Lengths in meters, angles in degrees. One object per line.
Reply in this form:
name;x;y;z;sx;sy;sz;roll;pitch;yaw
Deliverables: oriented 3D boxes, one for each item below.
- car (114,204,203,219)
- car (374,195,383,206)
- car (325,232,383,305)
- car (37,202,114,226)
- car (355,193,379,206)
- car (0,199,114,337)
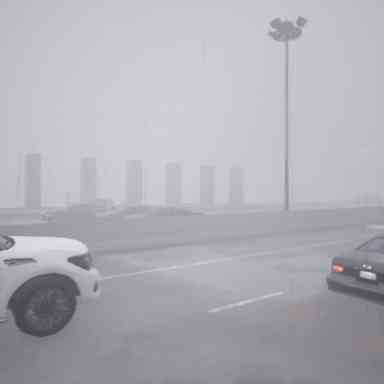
car;-1.712;1.556;19.955;5.357;1.411;2.033;0;0;-35
car;32.059;1.586;53.693;5.357;1.411;2.033;0;0;-36
car;5.222;1.553;7.470;5.357;1.411;2.033;0;0;-36
car;-8.260;1.514;23.893;4.892;1.490;1.837;1;0;-36
car;29.901;1.260;56.445;5.566;2.045;2.150;0;0;-36
car;-4.279;1.224;4.986;5.566;2.045;2.150;0;0;-36
